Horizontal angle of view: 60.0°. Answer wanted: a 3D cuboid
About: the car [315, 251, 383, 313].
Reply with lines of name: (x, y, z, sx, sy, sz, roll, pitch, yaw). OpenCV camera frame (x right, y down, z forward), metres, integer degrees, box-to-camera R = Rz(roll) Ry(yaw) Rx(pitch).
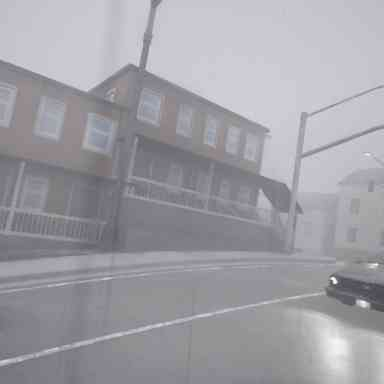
car: (5.444, 2.063, 7.902, 5.357, 1.411, 2.033, 8, -5, -35)

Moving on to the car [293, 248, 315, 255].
car: (9.651, 5.690, 29.288, 1.812, 1.442, 4.674, 14, -16, -34)
